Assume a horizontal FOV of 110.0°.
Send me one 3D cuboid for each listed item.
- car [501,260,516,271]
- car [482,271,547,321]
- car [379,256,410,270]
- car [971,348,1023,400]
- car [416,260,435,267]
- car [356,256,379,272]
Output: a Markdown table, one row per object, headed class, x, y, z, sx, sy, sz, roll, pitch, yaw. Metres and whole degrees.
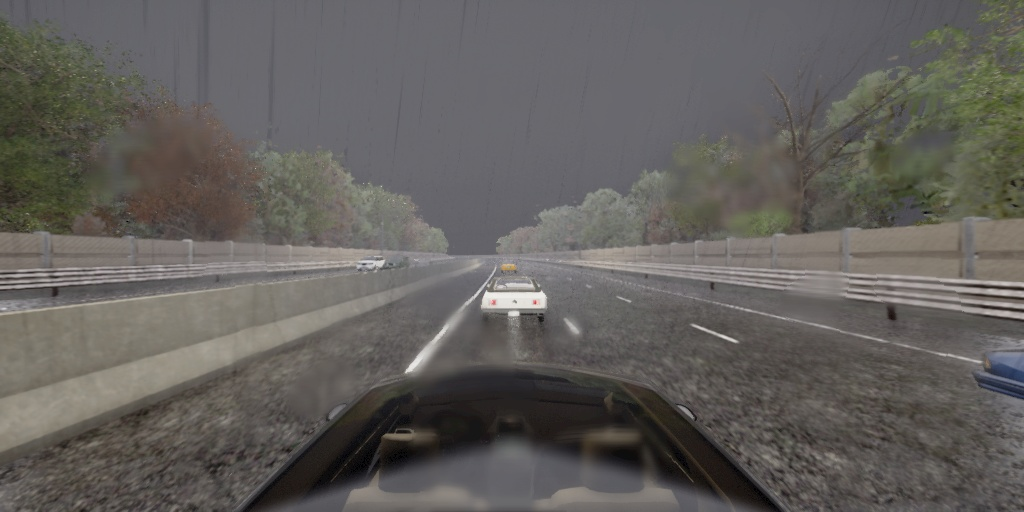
| class | x | y | z | sx | sy | sz | roll | pitch | yaw |
| --- | --- | --- | --- | --- | --- | --- | --- | --- | --- |
| car | -0.440 | 1.224 | 44.660 | 1.801 | 1.575 | 5.366 | 0 | 0 | -1 |
| car | 0.057 | 1.355 | 12.421 | 1.895 | 1.301 | 4.718 | 0 | 0 | 0 |
| car | -14.651 | 0.990 | 45.920 | 2.150 | 2.045 | 5.566 | 0 | 0 | -1 |
| car | 7.095 | 1.295 | 2.260 | 2.033 | 1.411 | 5.357 | 0 | 0 | 0 |
| car | -11.171 | 1.273 | 46.588 | 1.837 | 1.490 | 4.892 | 0 | 0 | -1 |
| car | -18.165 | 0.991 | 46.591 | 2.150 | 2.045 | 5.566 | 0 | 0 | -1 |
